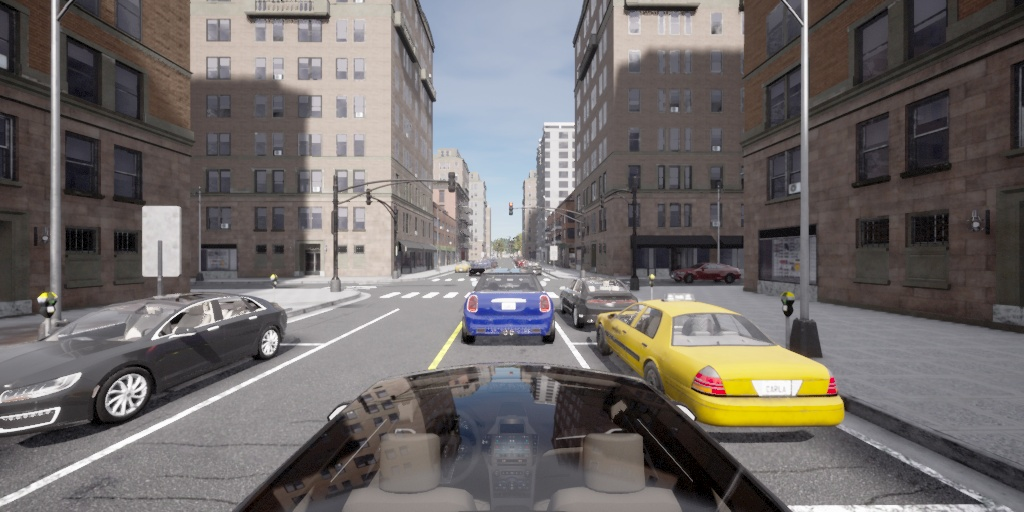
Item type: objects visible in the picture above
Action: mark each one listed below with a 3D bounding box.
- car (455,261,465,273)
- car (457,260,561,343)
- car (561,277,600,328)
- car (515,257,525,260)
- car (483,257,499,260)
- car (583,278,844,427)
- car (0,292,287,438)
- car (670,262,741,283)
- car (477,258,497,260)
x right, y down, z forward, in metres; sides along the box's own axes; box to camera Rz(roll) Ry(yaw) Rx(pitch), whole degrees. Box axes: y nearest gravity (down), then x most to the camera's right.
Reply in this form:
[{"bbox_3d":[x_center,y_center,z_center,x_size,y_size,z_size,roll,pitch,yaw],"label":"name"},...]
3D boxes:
[{"bbox_3d":[-5.875,1.272,43.399,1.751,1.417,4.829,0,0,-1],"label":"car"},{"bbox_3d":[-0.082,1.101,9.866,2.097,1.767,4.553,0,0,0],"label":"car"},{"bbox_3d":[2.536,1.300,11.110,2.007,1.370,4.403,0,0,-1],"label":"car"},{"bbox_3d":[1.945,1.181,60.710,1.967,1.591,4.097,0,0,-1],"label":"car"},{"bbox_3d":[-3.478,1.307,56.253,1.994,1.385,4.181,0,0,-1],"label":"car"},{"bbox_3d":[2.604,1.275,5.874,1.751,1.417,4.829,0,0,-1],"label":"car"},{"bbox_3d":[-5.428,1.300,5.608,2.007,1.370,4.403,0,0,-1],"label":"car"},{"bbox_3d":[13.938,1.186,25.884,4.674,1.442,1.812,0,0,1],"label":"car"},{"bbox_3d":[-3.365,1.293,46.247,2.033,1.411,5.357,0,0,0],"label":"car"}]
